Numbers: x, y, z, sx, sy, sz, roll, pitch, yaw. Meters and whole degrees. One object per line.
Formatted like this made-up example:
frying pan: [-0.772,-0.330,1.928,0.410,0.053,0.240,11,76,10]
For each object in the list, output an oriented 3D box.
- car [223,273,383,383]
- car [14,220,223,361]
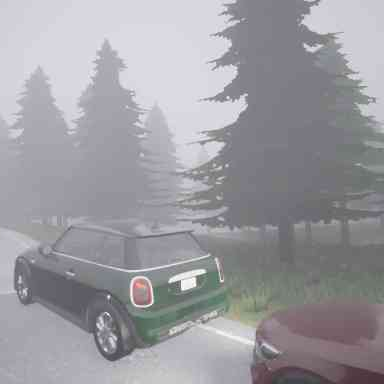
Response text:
car: [2.749,1.531,2.595,4.674,1.442,1.812,1,0,36]
car: [-1.577,1.308,6.219,4.553,1.767,2.097,1,1,44]
